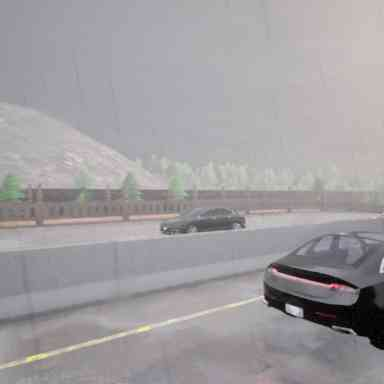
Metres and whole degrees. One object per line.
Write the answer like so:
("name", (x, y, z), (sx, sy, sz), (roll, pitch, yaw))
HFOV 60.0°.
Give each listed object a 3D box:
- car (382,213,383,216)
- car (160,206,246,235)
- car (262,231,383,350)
("car", (15.214, 1.529, 23.429), (4.674, 1.442, 1.812), (0, 0, -35))
("car", (0.675, 1.506, 17.368), (4.892, 1.490, 1.837), (0, 0, -35))
("car", (3.448, 1.493, 6.202), (4.902, 1.511, 2.128), (0, 0, -36))
